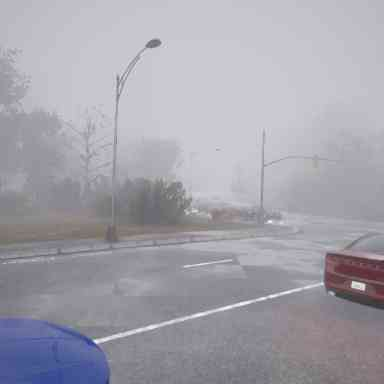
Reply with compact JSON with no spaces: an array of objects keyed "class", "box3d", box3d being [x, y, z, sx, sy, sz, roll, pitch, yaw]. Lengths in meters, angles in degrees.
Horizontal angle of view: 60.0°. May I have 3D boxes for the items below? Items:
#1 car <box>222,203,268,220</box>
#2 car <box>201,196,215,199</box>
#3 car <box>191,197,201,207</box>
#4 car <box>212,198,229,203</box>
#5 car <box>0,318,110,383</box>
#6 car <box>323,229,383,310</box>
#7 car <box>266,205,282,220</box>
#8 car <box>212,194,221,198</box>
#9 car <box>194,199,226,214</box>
[{"class":"car","box3d":[5.418,2.170,34.592,1.895,1.301,4.718,3,-1,-23]},{"class":"car","box3d":[1.916,1.730,56.505,1.837,1.490,4.892,2,2,-12]},{"class":"car","box3d":[-0.651,1.703,52.351,2.128,1.511,4.902,2,1,-15]},{"class":"car","box3d":[4.631,2.104,46.478,2.033,1.411,5.357,3,1,-18]},{"class":"car","box3d":[-2.889,1.478,1.681,5.008,1.535,1.882,0,0,-36]},{"class":"car","box3d":[4.969,1.555,7.324,5.008,1.535,1.882,1,-1,-35]},{"class":"car","box3d":[8.107,2.215,37.267,1.837,1.490,4.892,3,-1,-21]},{"class":"car","box3d":[5.863,1.106,79.152,2.033,1.411,5.357,2,2,-1]},{"class":"car","box3d":[2.260,2.035,42.791,1.994,1.385,4.181,3,0,-19]}]
